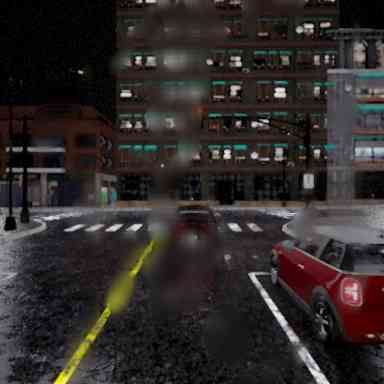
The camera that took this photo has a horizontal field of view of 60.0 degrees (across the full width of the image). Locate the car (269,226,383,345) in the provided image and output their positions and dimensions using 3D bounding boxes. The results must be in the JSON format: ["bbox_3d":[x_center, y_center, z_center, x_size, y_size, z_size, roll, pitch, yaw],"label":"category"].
[{"bbox_3d":[2.751,1.325,6.154,1.967,1.590,4.097,1,1,0],"label":"car"}]

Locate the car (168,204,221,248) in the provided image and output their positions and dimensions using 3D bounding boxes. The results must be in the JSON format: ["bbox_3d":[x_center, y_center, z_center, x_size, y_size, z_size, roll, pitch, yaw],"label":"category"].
[{"bbox_3d":[0.091,1.258,13.391,1.837,1.490,4.892,0,1,1],"label":"car"}]
